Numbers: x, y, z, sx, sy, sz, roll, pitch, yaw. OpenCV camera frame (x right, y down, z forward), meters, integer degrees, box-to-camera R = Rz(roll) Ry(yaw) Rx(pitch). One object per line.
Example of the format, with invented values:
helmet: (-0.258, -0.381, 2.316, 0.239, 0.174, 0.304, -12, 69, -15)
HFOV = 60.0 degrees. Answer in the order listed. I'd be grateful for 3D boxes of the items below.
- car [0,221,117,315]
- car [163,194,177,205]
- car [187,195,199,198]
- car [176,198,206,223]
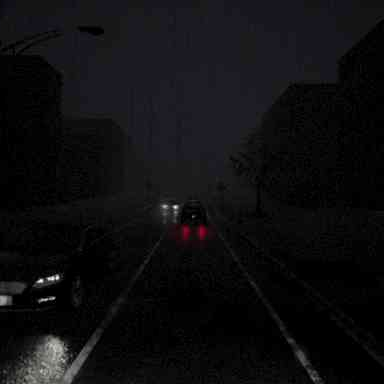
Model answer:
car: (-3.096, 1.503, 7.860, 2.128, 1.511, 4.902, 0, 0, 0)
car: (-3.062, 1.025, 47.752, 1.812, 1.442, 4.674, 0, 2, 0)
car: (0.123, 1.177, 42.624, 2.128, 1.511, 4.902, 0, 2, 0)
car: (0.112, 1.513, 26.078, 2.128, 1.511, 4.902, 0, 0, 0)
